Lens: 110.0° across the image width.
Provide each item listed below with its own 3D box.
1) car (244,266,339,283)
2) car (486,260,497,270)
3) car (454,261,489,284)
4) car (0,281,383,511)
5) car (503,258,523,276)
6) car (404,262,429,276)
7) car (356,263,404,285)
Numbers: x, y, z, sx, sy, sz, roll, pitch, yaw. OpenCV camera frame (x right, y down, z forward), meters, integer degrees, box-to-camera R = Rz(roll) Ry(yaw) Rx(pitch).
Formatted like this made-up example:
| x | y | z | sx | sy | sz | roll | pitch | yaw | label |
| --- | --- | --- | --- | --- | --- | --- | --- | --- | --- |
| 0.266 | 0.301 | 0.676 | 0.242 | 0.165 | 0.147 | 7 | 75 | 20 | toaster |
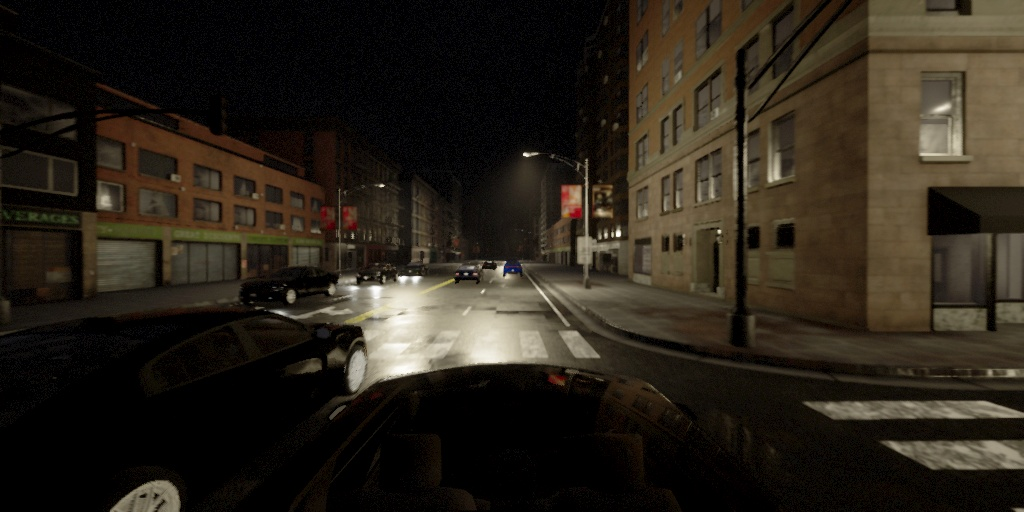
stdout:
| x | y | z | sx | sy | sz | roll | pitch | yaw | label |
| --- | --- | --- | --- | --- | --- | --- | --- | --- | --- |
| -9.850 | 1.228 | 16.276 | 1.882 | 1.535 | 5.008 | 0 | 0 | 2 | car |
| -3.236 | 1.325 | 52.244 | 1.994 | 1.385 | 4.181 | 0 | 0 | 0 | car |
| -3.169 | 1.300 | 27.252 | 2.033 | 1.411 | 5.357 | 0 | 0 | 0 | car |
| -3.150 | 1.227 | 3.545 | 1.882 | 1.535 | 5.008 | 0 | 0 | 0 | car |
| 0.073 | 1.233 | 36.732 | 1.882 | 1.535 | 5.008 | 0 | 0 | 0 | car |
| -9.859 | 1.319 | 36.662 | 1.994 | 1.385 | 4.181 | 0 | 0 | 0 | car |
| -9.855 | 1.257 | 26.620 | 1.837 | 1.490 | 4.892 | 0 | 0 | 0 | car |
